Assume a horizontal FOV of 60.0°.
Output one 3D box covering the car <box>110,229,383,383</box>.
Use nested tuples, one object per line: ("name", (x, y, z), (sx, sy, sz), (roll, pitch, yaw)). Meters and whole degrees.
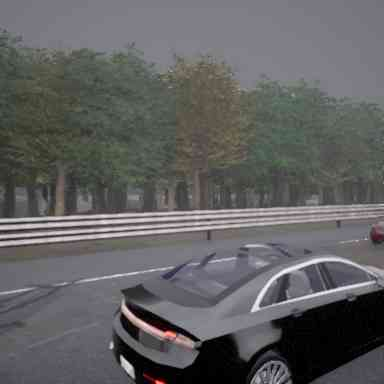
("car", (1.355, 1.486, 4.640), (4.902, 1.511, 2.128), (0, 0, -35))

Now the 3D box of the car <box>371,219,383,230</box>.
("car", (9.615, 1.555, 14.417), (4.181, 1.385, 1.994), (0, 0, -33))
